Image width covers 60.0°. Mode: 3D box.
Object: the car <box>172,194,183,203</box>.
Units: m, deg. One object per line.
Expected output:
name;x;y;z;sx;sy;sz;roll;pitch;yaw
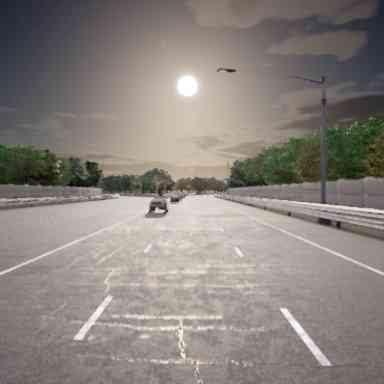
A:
car;-3.518;1.413;69.849;1.882;1.535;5.008;0;0;0

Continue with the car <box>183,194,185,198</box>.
car;-3.522;1.264;88.525;2.097;1.767;4.553;0;0;0

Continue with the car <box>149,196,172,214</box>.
car;-3.508;1.407;35.843;1.837;1.490;4.892;0;0;0
